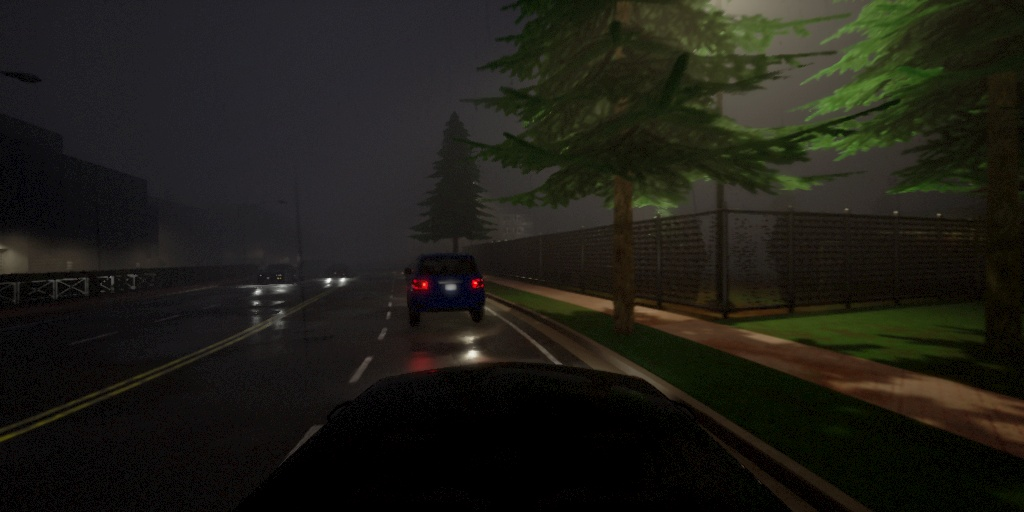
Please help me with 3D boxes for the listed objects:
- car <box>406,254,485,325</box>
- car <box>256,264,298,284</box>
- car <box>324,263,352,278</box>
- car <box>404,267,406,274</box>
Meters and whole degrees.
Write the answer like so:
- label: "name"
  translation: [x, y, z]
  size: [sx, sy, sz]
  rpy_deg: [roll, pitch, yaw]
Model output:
- label: "car"
  translation: [-2.392, 0.974, 12.185]
  size: [2.150, 2.045, 5.566]
  rpy_deg: [0, -1, -16]
- label: "car"
  translation: [-18.709, 1.371, 28.729]
  size: [1.837, 1.490, 4.892]
  rpy_deg: [0, 0, -17]
- label: "car"
  translation: [-17.189, 1.414, 35.614]
  size: [1.994, 1.385, 4.181]
  rpy_deg: [0, 0, -17]
- label: "car"
  translation: [-7.426, 1.275, 28.459]
  size: [2.128, 1.511, 4.902]
  rpy_deg: [0, 0, -18]
